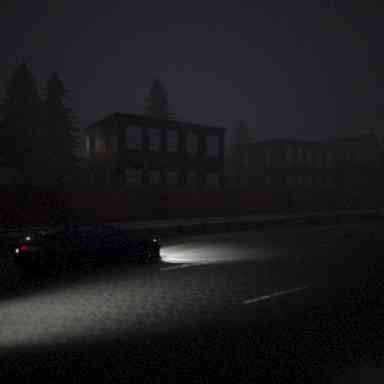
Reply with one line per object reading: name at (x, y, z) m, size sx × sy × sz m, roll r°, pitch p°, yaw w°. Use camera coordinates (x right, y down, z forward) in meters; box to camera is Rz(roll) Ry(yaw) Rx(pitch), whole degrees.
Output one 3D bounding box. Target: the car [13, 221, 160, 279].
car at (-3.076, 1.572, 10.151) m, size 4.181 × 1.385 × 1.994 m, roll 0°, pitch 0°, yaw -36°
